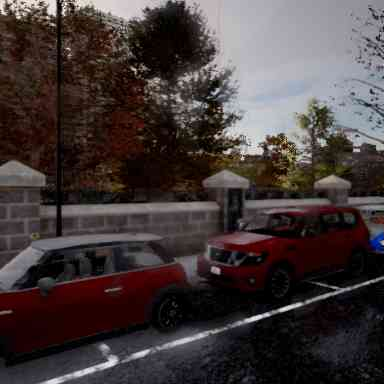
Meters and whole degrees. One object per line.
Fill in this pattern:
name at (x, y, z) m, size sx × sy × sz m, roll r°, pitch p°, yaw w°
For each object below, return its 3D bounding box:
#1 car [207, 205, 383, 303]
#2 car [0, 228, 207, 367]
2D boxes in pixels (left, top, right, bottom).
car at (2.541, 1.306, 8.373) m, size 5.009 × 1.841 × 2.192 m, roll 0°, pitch 0°, yaw -36°
car at (-2.042, 1.438, 5.102) m, size 4.097 × 1.590 × 1.967 m, roll 0°, pitch 0°, yaw -36°
